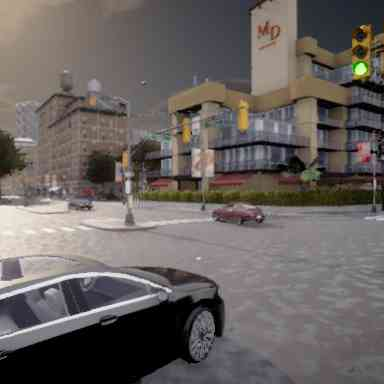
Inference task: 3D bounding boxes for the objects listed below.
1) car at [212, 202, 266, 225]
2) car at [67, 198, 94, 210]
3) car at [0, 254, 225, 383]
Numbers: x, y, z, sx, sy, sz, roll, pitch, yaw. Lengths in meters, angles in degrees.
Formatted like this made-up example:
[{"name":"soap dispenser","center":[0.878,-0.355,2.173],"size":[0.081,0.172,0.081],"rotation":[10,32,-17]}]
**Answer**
[{"name":"car","center":[3.211,1.430,23.321],"size":[1.812,1.442,4.674],"rotation":[0,0,-28]},{"name":"car","center":[-13.869,1.471,41.255],"size":[2.033,1.411,5.357],"rotation":[0,0,-36]},{"name":"car","center":[-1.515,1.486,3.785],"size":[2.128,1.511,4.902],"rotation":[0,0,40]}]
